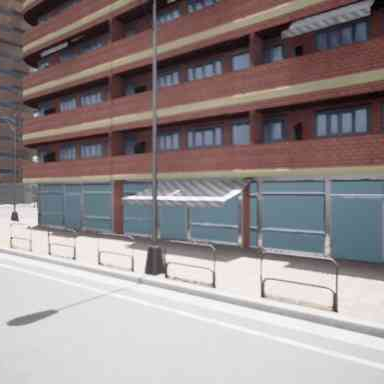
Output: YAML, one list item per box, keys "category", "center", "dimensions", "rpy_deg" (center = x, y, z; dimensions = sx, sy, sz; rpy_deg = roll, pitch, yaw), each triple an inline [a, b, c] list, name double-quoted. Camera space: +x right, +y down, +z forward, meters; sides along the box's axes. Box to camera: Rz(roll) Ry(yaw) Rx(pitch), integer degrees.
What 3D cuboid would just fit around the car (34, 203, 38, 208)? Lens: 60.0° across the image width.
- category: "car"
  center: [-17.009, 1.511, 41.448]
  dimensions: [1.895, 1.301, 4.718]
  rpy_deg: [0, 0, 36]
